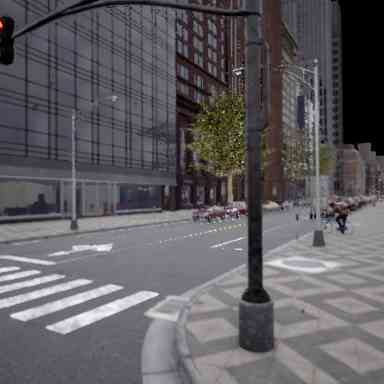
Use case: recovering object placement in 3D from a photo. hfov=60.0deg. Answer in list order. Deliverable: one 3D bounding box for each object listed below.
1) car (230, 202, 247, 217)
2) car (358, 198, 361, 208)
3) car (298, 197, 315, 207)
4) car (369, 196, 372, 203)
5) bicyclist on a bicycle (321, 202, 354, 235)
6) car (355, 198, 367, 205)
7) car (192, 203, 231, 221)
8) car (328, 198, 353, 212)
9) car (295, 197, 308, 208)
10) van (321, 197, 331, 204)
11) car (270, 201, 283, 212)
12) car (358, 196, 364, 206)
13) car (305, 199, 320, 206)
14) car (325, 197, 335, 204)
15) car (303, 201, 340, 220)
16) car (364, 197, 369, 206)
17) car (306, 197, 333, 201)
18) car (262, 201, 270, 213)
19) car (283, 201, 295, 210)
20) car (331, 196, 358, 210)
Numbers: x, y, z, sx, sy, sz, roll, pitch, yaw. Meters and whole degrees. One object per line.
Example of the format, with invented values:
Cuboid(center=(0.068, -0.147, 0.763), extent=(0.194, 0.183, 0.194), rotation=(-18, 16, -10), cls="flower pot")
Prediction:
Cuboid(center=(4.478, 1.742, 34.443), extent=(1.967, 1.590, 4.097), rotation=(-1, -1, 31), cls="car")
Cuboid(center=(23.386, 1.891, 49.398), extent=(1.947, 1.339, 4.313), rotation=(-1, -1, 31), cls="car")
Cuboid(center=(21.878, 1.848, 63.464), extent=(2.192, 1.841, 5.009), rotation=(-1, -1, 31), cls="car")
Cuboid(center=(40.785, 2.168, 78.413), extent=(1.802, 1.307, 4.206), rotation=(-1, -1, 31), cls="car")
Cuboid(center=(7.188, 1.351, 16.628), extent=(1.656, 1.620, 0.582), rotation=(-1, -1, 31), cls="bicyclist on a bicycle")
Cuboid(center=(35.073, 2.015, 68.888), extent=(1.752, 1.417, 4.829), rotation=(-1, -1, 31), cls="car")
Cuboid(center=(1.579, 1.851, 29.605), extent=(1.802, 1.307, 4.206), rotation=(-1, -1, 31), cls="car")
Cuboid(center=(17.586, 1.792, 39.727), extent=(1.887, 1.381, 4.507), rotation=(-1, -1, 31), cls="car")
Cuboid(center=(18.979, 2.038, 58.625), extent=(1.887, 1.381, 4.507), rotation=(-1, -1, 31), cls="car")
Cuboid(center=(33.478, 2.055, 82.810), extent=(1.690, 1.788, 3.998), rotation=(-1, -1, 31), cls="van")
Cuboid(center=(10.191, 1.899, 43.969), extent=(1.752, 1.417, 4.829), rotation=(-1, -1, 31), cls="car")
Cuboid(center=(26.285, 1.681, 54.237), extent=(2.192, 1.841, 5.009), rotation=(-1, -1, 31), cls="car")
Cuboid(center=(24.781, 2.139, 68.298), extent=(1.947, 1.339, 4.313), rotation=(-1, -1, 31), cls="car")
Cuboid(center=(36.379, 2.205, 87.645), extent=(1.967, 1.590, 4.097), rotation=(-1, -1, 31), cls="car")
Cuboid(center=(11.788, 1.741, 30.054), extent=(1.947, 1.339, 4.313), rotation=(-1, -1, 31), cls="car")
Cuboid(center=(32.085, 1.761, 63.910), extent=(2.192, 1.841, 5.009), rotation=(-1, -1, 31), cls="car")
Cuboid(center=(16.786, 1.796, 43.391), extent=(2.128, 1.511, 4.902), rotation=(-1, -1, 31), cls="car")
Cuboid(center=(7.379, 1.920, 39.278), extent=(1.802, 1.307, 4.206), rotation=(-1, -1, 31), cls="car")
Cuboid(center=(13.179, 1.979, 48.952), extent=(1.947, 1.339, 4.313), rotation=(-1, -1, 31), cls="car")
Cuboid(center=(20.485, 1.601, 44.566), extent=(2.192, 1.841, 5.009), rotation=(-1, -1, 31), cls="car")
